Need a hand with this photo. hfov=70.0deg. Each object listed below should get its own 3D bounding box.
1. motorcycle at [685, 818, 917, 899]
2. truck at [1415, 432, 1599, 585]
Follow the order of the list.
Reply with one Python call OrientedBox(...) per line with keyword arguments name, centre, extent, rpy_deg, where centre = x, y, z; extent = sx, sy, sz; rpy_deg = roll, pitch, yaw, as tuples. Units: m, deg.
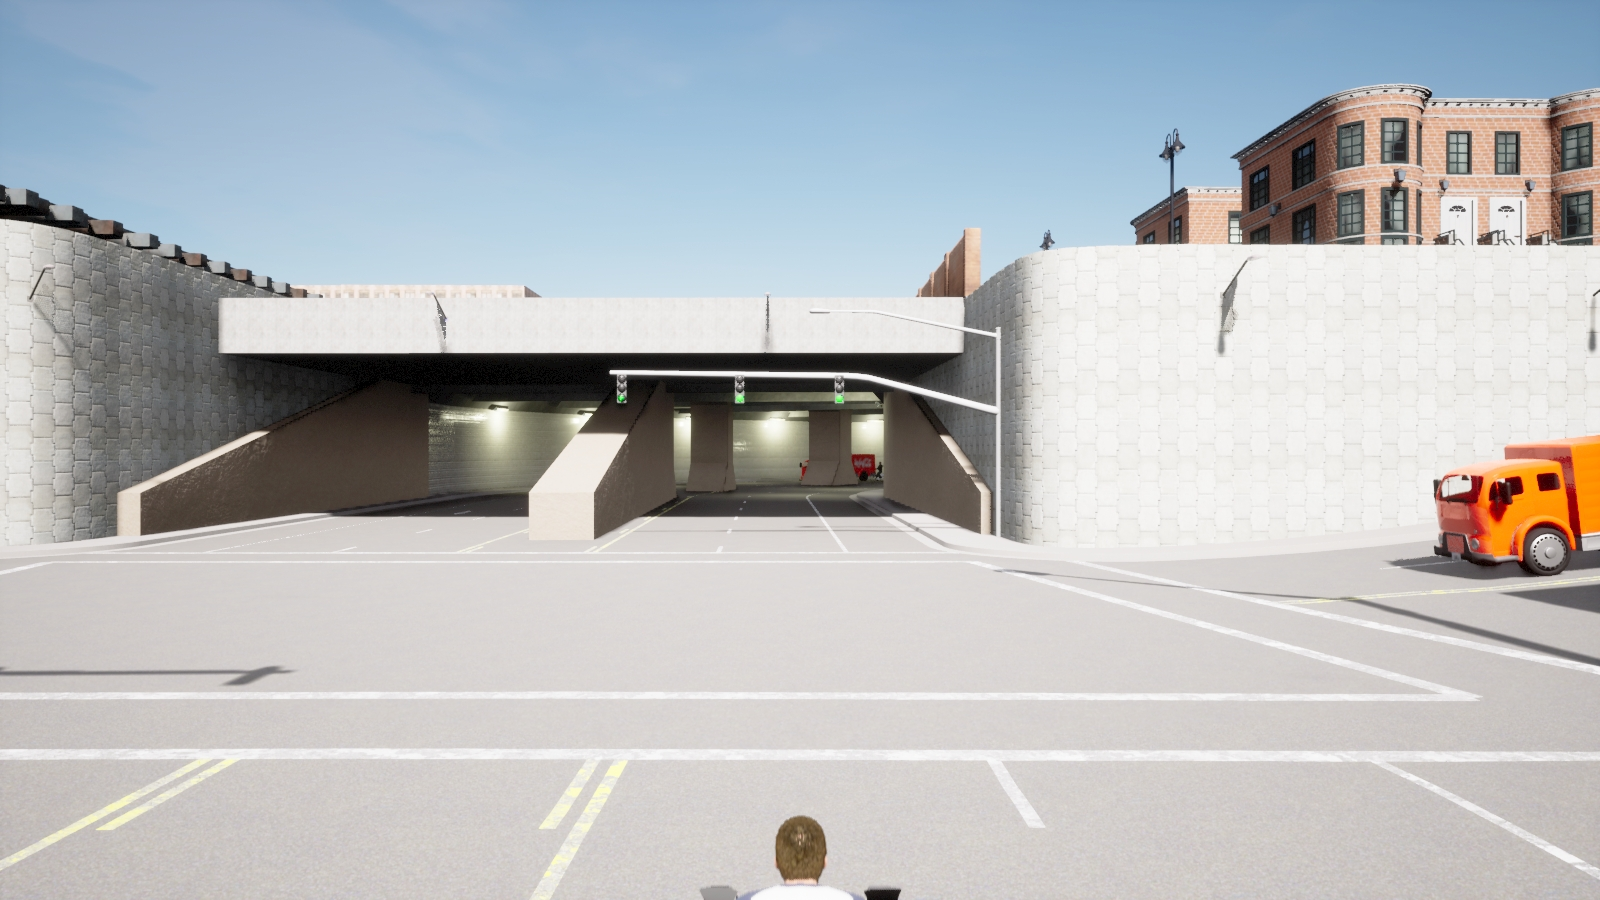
OrientedBox(name="motorcycle", centre=(0.004, 2.173, 3.849), extent=(0.803, 1.224, 2.033), rpy_deg=(0, -1, 0))
OrientedBox(name="truck", centre=(15.635, 0.999, 22.652), extent=(5.204, 2.467, 2.627), rpy_deg=(-7, 0, 0))
